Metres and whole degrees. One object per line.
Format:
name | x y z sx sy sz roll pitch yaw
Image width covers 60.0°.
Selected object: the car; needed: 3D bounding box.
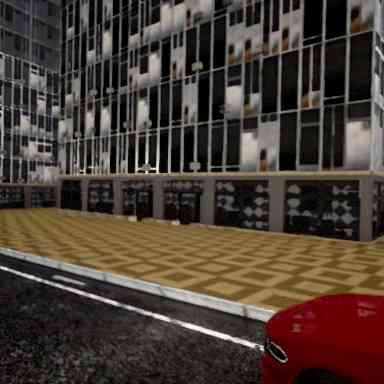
car | 3.015 1.499 2.585 5.008 1.535 1.882 0 0 35
